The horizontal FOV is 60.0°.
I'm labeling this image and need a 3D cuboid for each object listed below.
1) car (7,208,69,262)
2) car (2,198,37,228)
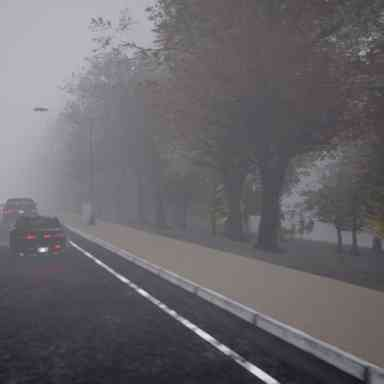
[{"bbox_3d":[-6.029,1.629,12.942,1.837,1.490,4.892,0,0,-29],"label":"car"},{"bbox_3d":[-13.001,1.475,25.165,2.150,2.045,5.566,0,0,-29],"label":"car"}]
